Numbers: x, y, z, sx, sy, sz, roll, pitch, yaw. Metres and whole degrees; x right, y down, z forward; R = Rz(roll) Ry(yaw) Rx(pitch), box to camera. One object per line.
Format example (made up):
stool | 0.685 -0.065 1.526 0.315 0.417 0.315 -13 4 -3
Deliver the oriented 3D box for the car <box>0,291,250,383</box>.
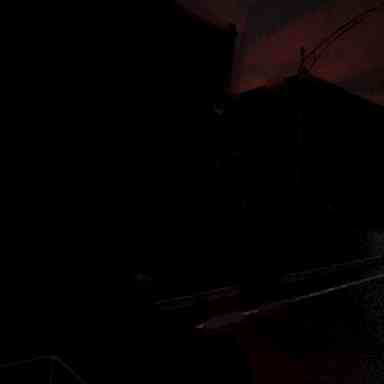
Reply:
car | -1.891 1.599 2.330 4.718 1.301 1.895 1 0 -36
